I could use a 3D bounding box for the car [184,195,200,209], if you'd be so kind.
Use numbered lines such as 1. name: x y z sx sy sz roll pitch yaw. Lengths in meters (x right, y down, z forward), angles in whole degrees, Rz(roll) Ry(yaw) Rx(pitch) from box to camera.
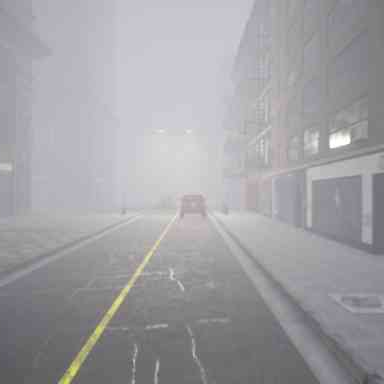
1. car: 0.051 1.348 46.127 2.097 1.767 4.553 0 0 0

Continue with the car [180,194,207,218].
1. car: 0.098 1.181 29.260 2.150 2.045 5.566 0 0 0

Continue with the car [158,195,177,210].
1. car: -3.088 1.335 42.202 2.097 1.767 4.553 0 0 0
